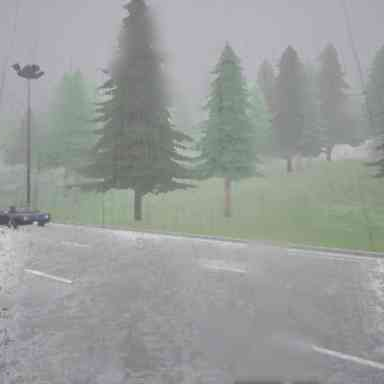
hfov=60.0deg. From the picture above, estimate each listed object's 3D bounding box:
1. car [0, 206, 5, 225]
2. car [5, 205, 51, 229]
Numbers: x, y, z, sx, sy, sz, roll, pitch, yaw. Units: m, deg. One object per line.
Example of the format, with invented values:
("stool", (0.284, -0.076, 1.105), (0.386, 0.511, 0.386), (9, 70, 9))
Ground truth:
("car", (-11.699, 1.353, 16.641), (5.008, 1.535, 1.882), (0, 0, 36))
("car", (-10.721, 1.467, 20.243), (4.718, 1.301, 1.895), (0, 0, 36))
